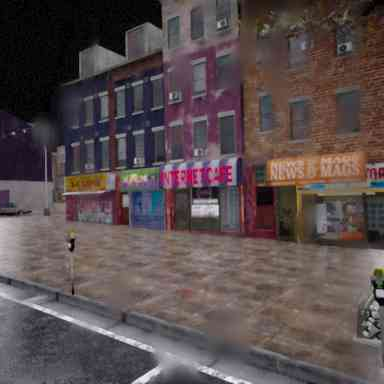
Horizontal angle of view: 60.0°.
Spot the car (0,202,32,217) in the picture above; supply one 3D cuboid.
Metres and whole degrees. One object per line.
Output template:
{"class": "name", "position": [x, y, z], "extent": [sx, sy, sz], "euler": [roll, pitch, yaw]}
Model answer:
{"class": "car", "position": [-17.513, 1.618, 30.206], "extent": [2.033, 1.411, 5.357], "euler": [-2, -1, 39]}
